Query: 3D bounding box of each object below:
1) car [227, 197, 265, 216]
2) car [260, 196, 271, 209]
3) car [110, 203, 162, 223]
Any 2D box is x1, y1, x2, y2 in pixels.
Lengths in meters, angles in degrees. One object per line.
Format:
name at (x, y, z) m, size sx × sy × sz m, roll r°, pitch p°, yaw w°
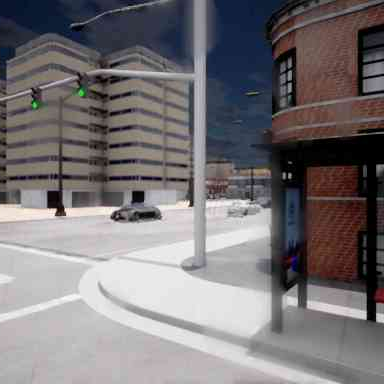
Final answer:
car at (5.085, 1.542, 32.414) m, size 1.812 × 1.442 × 4.674 m, roll 0°, pitch 0°, yaw 35°
car at (9.740, 1.345, 45.081) m, size 2.097 × 1.767 × 4.553 m, roll 0°, pitch 0°, yaw 36°
car at (-4.211, 1.558, 25.567) m, size 1.994 × 1.385 × 4.181 m, roll 0°, pitch 0°, yaw 35°
